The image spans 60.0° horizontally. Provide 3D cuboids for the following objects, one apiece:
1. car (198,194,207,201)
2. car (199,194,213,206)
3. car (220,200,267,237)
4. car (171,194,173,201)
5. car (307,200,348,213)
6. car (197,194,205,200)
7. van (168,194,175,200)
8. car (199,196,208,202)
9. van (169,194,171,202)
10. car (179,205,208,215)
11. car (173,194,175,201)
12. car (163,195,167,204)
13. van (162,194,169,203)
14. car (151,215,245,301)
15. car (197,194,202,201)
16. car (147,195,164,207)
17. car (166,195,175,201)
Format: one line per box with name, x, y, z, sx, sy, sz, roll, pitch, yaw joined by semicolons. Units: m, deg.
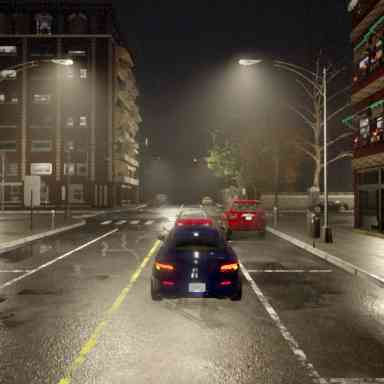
car;2.594;1.381;83.848;2.192;1.841;5.009;1;0;0
car;2.628;1.562;56.327;1.752;1.417;4.829;1;0;0
car;2.683;1.323;18.126;2.192;1.841;5.009;1;0;0
car;-5.775;1.635;72.767;1.802;1.307;4.206;1;0;0
car;15.163;1.609;37.176;4.313;1.339;1.947;0;-1;0
car;2.579;1.395;94.923;2.192;1.841;5.009;1;0;0
van;-5.801;1.421;94.922;1.690;1.788;3.998;1;0;0
car;2.597;1.626;78.309;1.947;1.339;4.313;1;0;0
van;-5.763;1.388;67.229;1.690;1.788;3.998;1;0;0
car;0.076;1.609;17.936;1.895;1.301;4.718;0;0;0
car;-5.782;1.610;78.306;2.008;1.369;4.403;1;0;0
car;-5.753;1.619;56.151;1.802;1.307;4.206;1;0;0
van;-5.756;1.383;61.690;1.690;1.788;3.998;1;0;0
car;0.090;1.529;8.193;1.812;1.442;4.674;0;0;0
car;2.605;1.604;72.770;2.008;1.369;4.403;1;0;0
car;-5.745;1.614;50.614;1.802;1.307;4.206;1;0;0
car;-5.798;1.624;89.383;2.008;1.369;4.403;1;0;0
